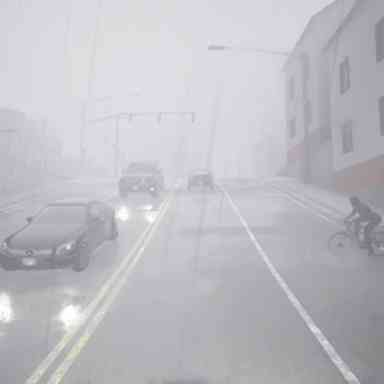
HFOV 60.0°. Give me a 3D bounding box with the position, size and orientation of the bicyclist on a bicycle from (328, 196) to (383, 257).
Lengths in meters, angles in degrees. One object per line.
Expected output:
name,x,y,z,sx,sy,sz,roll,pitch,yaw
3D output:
bicyclist on a bicycle,4.446,0.939,8.807,1.656,1.620,0.582,-1,5,2

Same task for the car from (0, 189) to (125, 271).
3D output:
car,-3.409,0.970,9.375,1.812,1.442,4.674,0,6,1

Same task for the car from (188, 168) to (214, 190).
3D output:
car,0.643,-1.039,24.645,1.812,1.442,4.674,1,7,1

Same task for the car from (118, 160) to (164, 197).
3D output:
car,-3.090,-0.936,21.214,2.150,2.045,5.566,0,8,2
